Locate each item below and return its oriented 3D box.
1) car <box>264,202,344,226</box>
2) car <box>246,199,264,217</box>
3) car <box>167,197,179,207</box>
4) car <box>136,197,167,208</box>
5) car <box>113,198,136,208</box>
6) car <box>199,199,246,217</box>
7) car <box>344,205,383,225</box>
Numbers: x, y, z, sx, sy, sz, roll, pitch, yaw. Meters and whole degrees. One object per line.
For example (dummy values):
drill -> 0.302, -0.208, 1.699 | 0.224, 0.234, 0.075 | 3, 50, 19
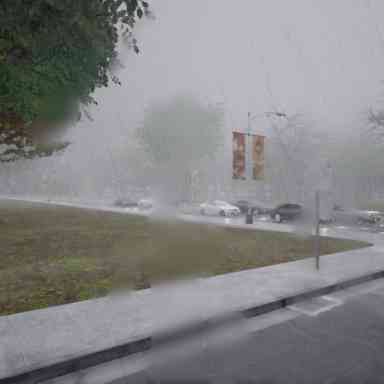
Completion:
car -> 7.733, 1.495, 23.485 | 1.837, 1.490, 4.892 | 0, 0, -35
car -> 5.698, 1.482, 31.948 | 1.837, 1.490, 4.892 | 0, 0, -35
car -> -3.767, 1.490, 51.187 | 1.812, 1.442, 4.674 | 0, 0, -35
car -> -5.952, 1.494, 48.375 | 1.812, 1.442, 4.674 | 0, 0, -35
car -> -9.741, 1.520, 48.128 | 2.033, 1.411, 5.357 | 0, 0, -35
car -> 2.466, 1.508, 30.858 | 1.812, 1.442, 4.674 | 0, 0, -35
car -> 11.154, 1.589, 24.284 | 1.895, 1.301, 4.718 | 0, 0, -35
